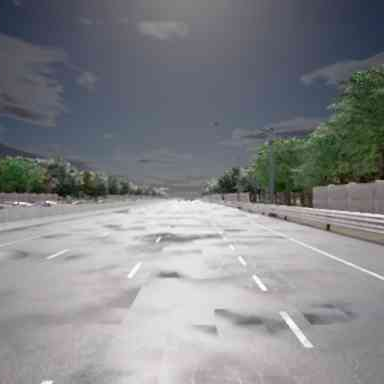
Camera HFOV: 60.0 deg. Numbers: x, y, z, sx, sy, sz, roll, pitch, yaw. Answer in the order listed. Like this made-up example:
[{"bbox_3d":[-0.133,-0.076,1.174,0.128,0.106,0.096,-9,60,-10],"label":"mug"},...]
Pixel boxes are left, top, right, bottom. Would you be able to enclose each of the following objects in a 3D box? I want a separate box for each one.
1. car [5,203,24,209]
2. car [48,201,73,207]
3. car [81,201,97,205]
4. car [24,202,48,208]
[{"bbox_3d":[-28.038,2.467,53.824,1.895,1.301,4.718,0,-1,1],"label":"car"},{"bbox_3d":[-21.056,2.227,54.381,2.097,1.767,4.553,0,-1,0],"label":"car"},{"bbox_3d":[-17.548,2.267,56.641,2.097,1.767,4.553,0,-1,0],"label":"car"},{"bbox_3d":[-24.554,2.358,53.847,2.128,1.511,4.902,0,-1,1],"label":"car"}]
